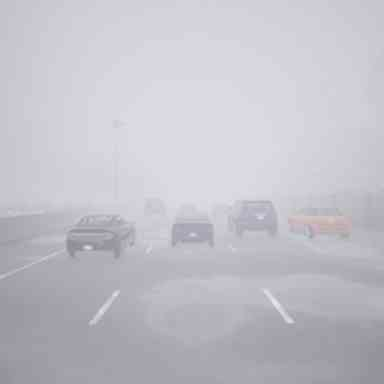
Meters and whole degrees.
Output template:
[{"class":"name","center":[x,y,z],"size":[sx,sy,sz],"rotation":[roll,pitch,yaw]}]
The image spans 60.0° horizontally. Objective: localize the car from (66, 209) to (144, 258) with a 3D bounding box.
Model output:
[{"class":"car","center":[-3.454,1.641,13.380],"size":[2.128,1.511,4.902],"rotation":[0,-1,-1]}]

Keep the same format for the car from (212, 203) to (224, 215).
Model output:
[{"class":"car","center":[3.067,1.898,36.600],"size":[2.128,1.511,4.902],"rotation":[0,-1,-1]}]

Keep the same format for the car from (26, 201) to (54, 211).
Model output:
[{"class":"car","center":[-21.905,2.047,48.895],"size":[1.837,1.490,4.892],"rotation":[0,-1,-1]}]

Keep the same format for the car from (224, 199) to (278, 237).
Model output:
[{"class":"car","center":[3.450,1.441,19.669],"size":[2.150,2.045,5.566],"rotation":[0,-1,-1]}]

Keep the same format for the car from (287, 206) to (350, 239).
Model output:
[{"class":"car","center":[6.959,1.562,18.843],"size":[2.097,1.767,4.553],"rotation":[0,-1,-1]}]

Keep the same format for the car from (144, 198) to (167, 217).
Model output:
[{"class":"car","center":[-3.916,1.619,35.834],"size":[2.150,2.045,5.566],"rotation":[0,-1,-1]}]

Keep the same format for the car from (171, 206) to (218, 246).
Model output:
[{"class":"car","center":[0.007,1.660,16.333],"size":[1.882,1.535,5.008],"rotation":[0,-1,-1]}]

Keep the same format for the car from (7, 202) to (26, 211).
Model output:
[{"class":"car","center":[-25.407,2.107,49.049],"size":[1.994,1.385,4.181],"rotation":[0,-1,-1]}]

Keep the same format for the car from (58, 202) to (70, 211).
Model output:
[{"class":"car","center":[-18.433,2.155,50.015],"size":[1.895,1.301,4.718],"rotation":[0,-1,-1]}]

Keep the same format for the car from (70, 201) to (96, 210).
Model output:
[{"class":"car","center":[-14.859,2.007,46.629],"size":[2.128,1.511,4.902],"rotation":[0,0,-1]}]

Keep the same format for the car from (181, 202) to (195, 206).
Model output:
[{"class":"car","center":[-0.437,1.912,36.715],"size":[1.837,1.490,4.892],"rotation":[0,-1,-1]}]
